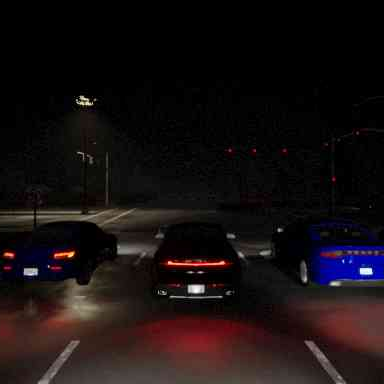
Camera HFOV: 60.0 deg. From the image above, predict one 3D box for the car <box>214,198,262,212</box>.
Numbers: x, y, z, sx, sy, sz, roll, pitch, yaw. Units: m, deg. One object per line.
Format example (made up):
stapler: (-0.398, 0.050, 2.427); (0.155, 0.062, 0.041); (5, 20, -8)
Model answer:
car: (5.208, 1.601, 38.450); (4.718, 1.301, 1.895); (0, 0, -1)

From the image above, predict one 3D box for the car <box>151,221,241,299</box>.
car: (0.087, 1.505, 8.430); (1.837, 1.490, 4.892); (0, 0, 0)

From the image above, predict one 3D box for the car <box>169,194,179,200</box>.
car: (-5.207, 1.350, 93.074); (2.097, 1.767, 4.553); (0, 0, 0)

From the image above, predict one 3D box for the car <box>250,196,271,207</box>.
car: (9.502, 1.352, 49.527); (2.097, 1.767, 4.553); (1, 0, -36)

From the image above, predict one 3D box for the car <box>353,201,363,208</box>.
car: (25.137, 1.547, 45.688); (5.357, 1.411, 2.033); (0, 0, -1)

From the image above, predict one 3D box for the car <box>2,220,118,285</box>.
car: (-3.414, 1.526, 9.353); (1.812, 1.442, 4.674); (0, 0, 0)

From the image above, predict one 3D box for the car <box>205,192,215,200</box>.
car: (5.289, 1.472, 92.261); (1.882, 1.535, 5.008); (0, 0, 0)

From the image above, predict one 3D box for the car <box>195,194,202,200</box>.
car: (1.789, 1.472, 92.275); (1.882, 1.535, 5.008); (0, 0, 0)

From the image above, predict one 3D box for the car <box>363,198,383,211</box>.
car: (23.181, 1.491, 38.663); (4.902, 1.511, 2.128); (0, 0, -1)

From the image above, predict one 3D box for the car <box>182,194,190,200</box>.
car: (-1.709, 1.547, 92.706); (1.994, 1.385, 4.181); (0, 0, 0)

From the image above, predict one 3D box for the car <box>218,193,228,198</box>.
car: (8.788, 1.218, 91.860); (2.150, 2.045, 5.566); (0, 0, 0)

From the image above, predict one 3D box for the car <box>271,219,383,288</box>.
car: (3.589, 1.478, 9.307); (1.882, 1.535, 5.008); (0, 0, 0)
